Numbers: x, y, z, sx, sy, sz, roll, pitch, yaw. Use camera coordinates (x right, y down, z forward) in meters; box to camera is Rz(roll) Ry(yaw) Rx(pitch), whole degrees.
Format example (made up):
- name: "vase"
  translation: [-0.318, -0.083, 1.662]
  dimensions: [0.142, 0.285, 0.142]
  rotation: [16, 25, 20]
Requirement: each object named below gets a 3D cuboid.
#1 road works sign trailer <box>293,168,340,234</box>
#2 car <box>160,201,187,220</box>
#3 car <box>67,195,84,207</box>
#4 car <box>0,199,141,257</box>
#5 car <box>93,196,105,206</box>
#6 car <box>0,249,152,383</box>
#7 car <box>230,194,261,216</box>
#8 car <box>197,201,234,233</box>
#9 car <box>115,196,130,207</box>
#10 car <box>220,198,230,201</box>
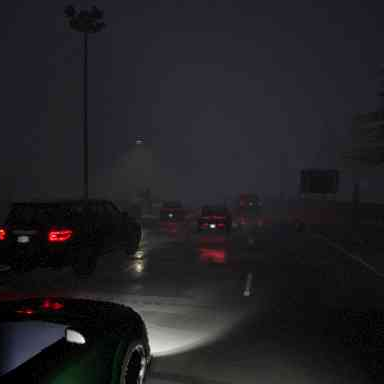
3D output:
- name: "road works sign trailer"
  translation: [7.304, 0.464, 18.612]
  dimensions: [2.380, 3.560, 2.880]
  rotation: [0, 0, -13]
- name: "car"
  translation: [-1.541, 1.506, 27.926]
  dimensions: [1.837, 1.490, 4.892]
  rotation: [0, 0, 2]
- name: "car"
  translation: [-17.995, 1.351, 51.469]
  dimensions: [2.097, 1.767, 4.553]
  rotation: [0, 0, -14]
- name: "car"
  translation: [-3.471, 1.221, 10.599]
  dimensions: [2.150, 2.045, 5.566]
  rotation: [0, 0, 12]
- name: "car"
  translation: [-15.080, 1.504, 54.299]
  dimensions: [1.837, 1.490, 4.892]
  rotation: [0, 0, -15]
- name: "car"
  translation: [-1.886, 1.563, 2.594]
  dimensions: [1.994, 1.385, 4.181]
  rotation: [0, 0, 16]
- name: "car"
  translation: [5.418, 1.222, 33.124]
  dimensions: [2.150, 2.045, 5.566]
  rotation: [0, 0, 0]
- name: "car"
  translation: [1.390, 1.504, 19.579]
  dimensions: [1.837, 1.490, 4.892]
  rotation: [0, 0, 7]
- name: "car"
  translation: [-10.989, 1.492, 52.223]
  dimensions: [2.128, 1.511, 4.902]
  rotation: [0, 0, -13]
- name: "car"
  translation: [4.780, 1.477, 43.520]
  dimensions: [1.882, 1.535, 5.008]
  rotation: [0, 0, -6]
